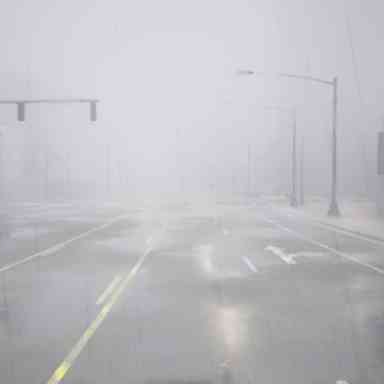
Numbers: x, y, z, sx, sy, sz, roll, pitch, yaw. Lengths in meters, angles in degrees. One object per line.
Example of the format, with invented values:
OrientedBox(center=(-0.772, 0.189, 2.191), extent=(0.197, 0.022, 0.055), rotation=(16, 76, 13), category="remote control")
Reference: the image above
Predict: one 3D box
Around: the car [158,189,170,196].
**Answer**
OrientedBox(center=(-6.980, 0.111, 78.151), extent=(2.033, 1.411, 5.357), rotation=(0, 1, 0), category="car")
